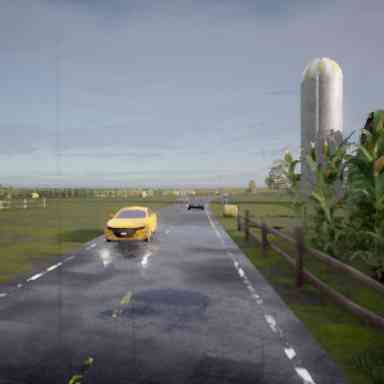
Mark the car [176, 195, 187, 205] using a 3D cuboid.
[{"bbox_3d":[-1.575,1.296,58.756,2.097,1.767,4.553,0,0,4],"label":"car"}]

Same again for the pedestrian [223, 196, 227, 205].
[{"bbox_3d":[2.982,1.261,30.372,0.375,1.860,0.375,0,1,-2],"label":"pedestrian"}]

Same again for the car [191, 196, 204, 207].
[{"bbox_3d":[0.879,1.458,52.473,1.837,1.490,4.892,0,0,3],"label":"car"}]

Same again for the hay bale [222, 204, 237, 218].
[{"bbox_3d":[3.262,1.635,29.090,1.220,1.180,1.240,0,1,1],"label":"hay bale"}]

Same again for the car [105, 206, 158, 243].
[{"bbox_3d":[-2.829,1.467,16.339,1.882,1.535,5.008,0,0,0],"label":"car"}]

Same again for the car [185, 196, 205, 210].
[{"bbox_3d":[0.549,1.529,42.436,1.994,1.385,4.181,0,0,3],"label":"car"}]
